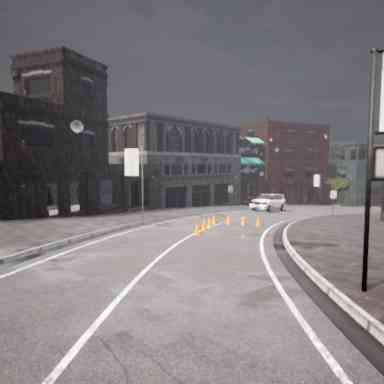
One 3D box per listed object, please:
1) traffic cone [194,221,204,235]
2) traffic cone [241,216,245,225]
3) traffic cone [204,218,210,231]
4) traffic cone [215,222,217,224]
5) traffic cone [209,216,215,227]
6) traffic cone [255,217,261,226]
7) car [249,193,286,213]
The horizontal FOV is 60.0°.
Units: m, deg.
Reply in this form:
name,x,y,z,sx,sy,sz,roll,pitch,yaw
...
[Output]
name,x,y,z,sx,sy,sz,roll,pitch,yaw
traffic cone,0.261,1.903,17.029,0.340,0.580,0.340,1,0,12
traffic cone,3.459,1.945,22.480,0.340,0.580,0.340,2,0,12
traffic cone,0.678,1.900,18.985,0.340,0.580,0.340,1,0,12
traffic cone,1.509,1.888,22.897,0.340,0.580,0.340,2,1,12
traffic cone,1.094,1.894,20.941,0.340,0.580,0.340,1,0,12
traffic cone,4.433,1.976,22.276,0.340,0.580,0.340,2,0,12
car,8.689,1.196,37.819,2.150,2.045,5.566,3,2,40
